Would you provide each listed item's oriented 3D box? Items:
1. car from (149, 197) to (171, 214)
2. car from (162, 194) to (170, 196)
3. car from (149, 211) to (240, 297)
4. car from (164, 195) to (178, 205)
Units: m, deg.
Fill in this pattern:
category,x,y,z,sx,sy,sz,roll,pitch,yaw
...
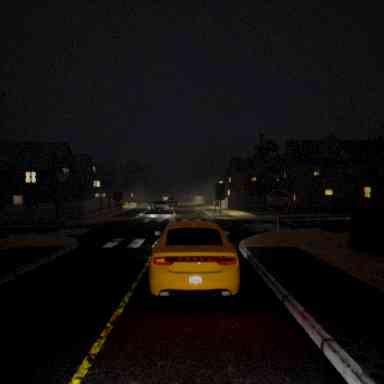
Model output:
category,x,y,z,sx,sy,sz,roll,pitch,yaw
car,-3.461,1.605,36.239,1.812,1.442,4.674,0,0,-4
car,-5.898,1.494,74.452,2.150,2.045,5.566,0,-1,-13
car,0.016,1.476,8.631,1.882,1.535,5.008,0,0,-1
car,-3.932,1.749,64.524,1.837,1.490,4.892,0,-1,-10
